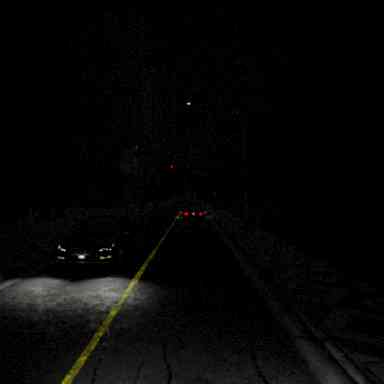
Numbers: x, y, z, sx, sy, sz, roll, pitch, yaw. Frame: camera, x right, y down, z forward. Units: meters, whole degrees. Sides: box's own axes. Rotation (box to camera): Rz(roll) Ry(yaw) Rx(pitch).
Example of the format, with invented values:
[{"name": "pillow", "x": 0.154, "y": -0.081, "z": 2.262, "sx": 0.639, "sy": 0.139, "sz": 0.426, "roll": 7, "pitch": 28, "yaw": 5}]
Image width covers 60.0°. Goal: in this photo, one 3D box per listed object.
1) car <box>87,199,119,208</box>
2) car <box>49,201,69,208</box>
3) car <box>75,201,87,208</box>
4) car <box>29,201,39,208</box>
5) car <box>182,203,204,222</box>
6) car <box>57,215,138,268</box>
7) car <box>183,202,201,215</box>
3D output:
[{"name": "car", "x": -13.524, "y": 1.849, "z": 51.757, "sx": 4.097, "sy": 1.590, "sz": 1.967, "roll": 0, "pitch": -2, "yaw": -1}, {"name": "car", "x": -24.473, "y": 2.302, "z": 60.260, "sx": 4.206, "sy": 1.307, "sz": 1.802, "roll": 0, "pitch": -2, "yaw": 0}, {"name": "car", "x": -18.986, "y": 2.283, "z": 60.267, "sx": 4.313, "sy": 1.339, "sz": 1.947, "roll": 0, "pitch": -2, "yaw": 0}, {"name": "car", "x": -29.959, "y": 2.289, "z": 60.255, "sx": 4.313, "sy": 1.339, "sz": 1.947, "roll": 0, "pitch": -2, "yaw": 0}, {"name": "car", "x": 0.100, "y": 1.813, "z": 29.041, "sx": 2.033, "sy": 1.411, "sz": 5.357, "roll": 0, "pitch": -1, "yaw": 0}, {"name": "car", "x": -3.095, "y": 1.608, "z": 11.756, "sx": 1.837, "sy": 1.490, "sz": 4.892, "roll": 0, "pitch": -1, "yaw": 0}, {"name": "car", "x": 0.046, "y": 1.935, "z": 39.532, "sx": 1.994, "sy": 1.385, "sz": 4.181, "roll": 0, "pitch": -1, "yaw": 1}]
